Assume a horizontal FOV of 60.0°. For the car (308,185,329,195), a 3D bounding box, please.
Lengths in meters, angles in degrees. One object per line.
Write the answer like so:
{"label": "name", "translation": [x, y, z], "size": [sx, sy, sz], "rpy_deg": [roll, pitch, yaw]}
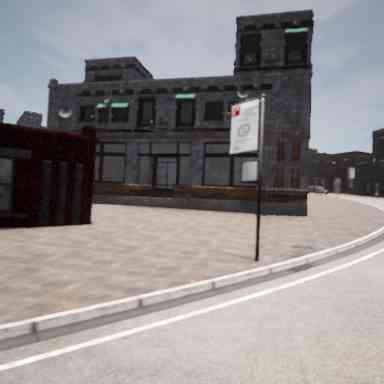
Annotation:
{"label": "car", "translation": [20.897, -0.327, 55.620], "size": [2.128, 1.511, 4.902], "rpy_deg": [3, 3, -12]}
